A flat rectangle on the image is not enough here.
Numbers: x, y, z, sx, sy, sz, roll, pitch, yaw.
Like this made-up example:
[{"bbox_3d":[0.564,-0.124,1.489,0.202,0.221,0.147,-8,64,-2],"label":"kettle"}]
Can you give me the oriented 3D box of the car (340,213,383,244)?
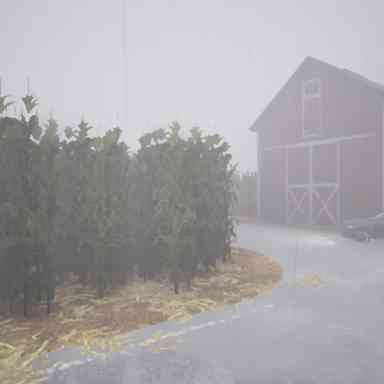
[{"bbox_3d":[9.084,1.520,14.710,4.674,1.442,1.812,0,1,17],"label":"car"}]
